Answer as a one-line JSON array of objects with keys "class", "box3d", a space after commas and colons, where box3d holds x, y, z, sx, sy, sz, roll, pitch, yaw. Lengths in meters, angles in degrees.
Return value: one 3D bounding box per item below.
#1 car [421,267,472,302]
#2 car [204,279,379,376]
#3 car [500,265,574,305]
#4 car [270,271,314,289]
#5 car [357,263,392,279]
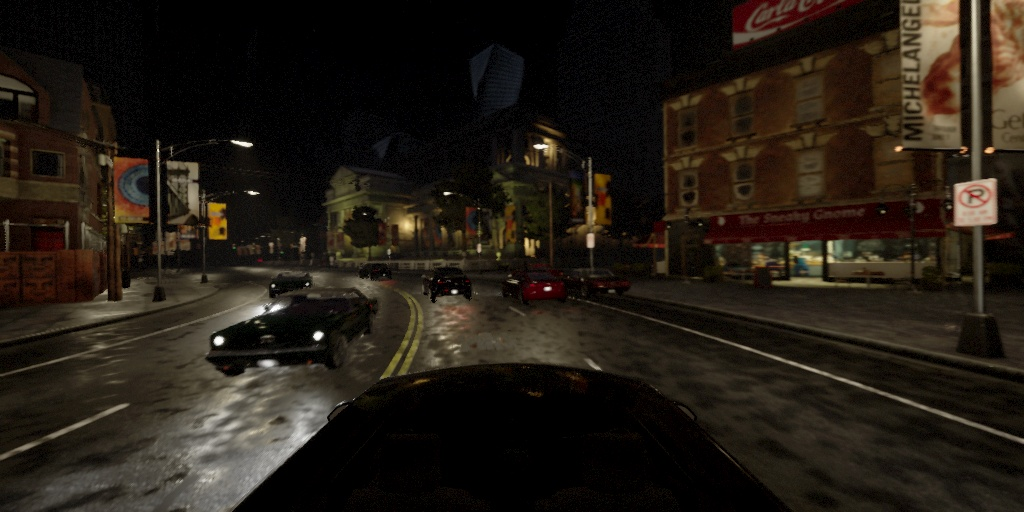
[{"class": "car", "box3d": [-3.268, 1.291, 17.588, 1.837, 1.490, 4.892, 0, 0, -20]}, {"class": "car", "box3d": [-4.306, 1.412, 7.892, 1.895, 1.301, 4.718, -1, 0, -11]}, {"class": "car", "box3d": [0.846, 1.287, 16.220, 1.994, 1.385, 4.181, -1, 0, -17]}, {"class": "car", "box3d": [-11.937, 1.520, 19.605, 1.895, 1.301, 4.718, -1, 0, -28]}, {"class": "car", "box3d": [-12.758, 1.421, 33.132, 1.837, 1.490, 4.892, -1, 0, -41]}]
